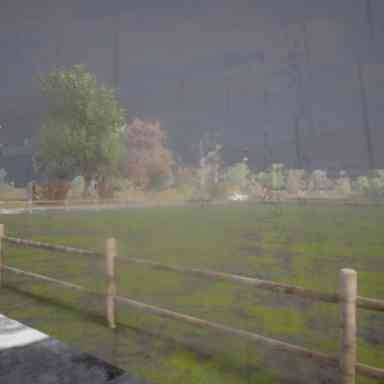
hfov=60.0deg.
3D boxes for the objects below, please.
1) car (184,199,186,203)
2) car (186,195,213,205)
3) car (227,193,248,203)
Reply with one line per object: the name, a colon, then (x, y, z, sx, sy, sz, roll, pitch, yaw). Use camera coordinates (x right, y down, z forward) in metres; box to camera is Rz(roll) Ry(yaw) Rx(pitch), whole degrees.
car: (0.552, 1.255, 60.364, 2.097, 1.767, 4.553, 0, 0, 40)
car: (1.665, 1.405, 57.248, 1.837, 1.490, 4.892, 0, -1, 40)
car: (9.284, 1.135, 66.618, 2.150, 2.045, 5.566, 0, 0, 39)
